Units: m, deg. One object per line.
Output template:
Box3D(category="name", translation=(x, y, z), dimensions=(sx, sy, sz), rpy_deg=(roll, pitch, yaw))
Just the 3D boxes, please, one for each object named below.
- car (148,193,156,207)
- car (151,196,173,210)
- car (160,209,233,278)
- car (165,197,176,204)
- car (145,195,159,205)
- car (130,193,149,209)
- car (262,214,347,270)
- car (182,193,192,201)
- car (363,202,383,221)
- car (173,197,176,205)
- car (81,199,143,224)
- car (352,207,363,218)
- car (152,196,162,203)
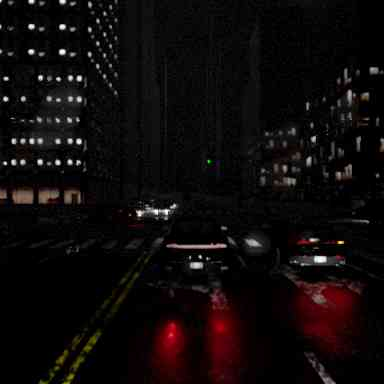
Box3D(category="car", translation=(-7.233, 1.243, 51.870), dimensions=(2.150, 2.045, 5.566), rpy_deg=(0, 0, 0))
Box3D(category="car", translation=(-3.882, 1.586, 44.105), dimensions=(1.994, 1.385, 4.181), rpy_deg=(0, 0, -1))
Box3D(category="car", translation=(0.100, 1.501, 10.185), dimensions=(2.128, 1.511, 4.902), rpy_deg=(0, 0, 0))
Box3D(category="car", translation=(-4.136, 1.623, 63.961), dimensions=(1.895, 1.301, 4.718), rpy_deg=(0, 0, -1))
Box3D(category="car", translation=(-7.346, 1.374, 61.563), dimensions=(2.097, 1.767, 4.553), rpy_deg=(0, 0, -1))
Box3D(category="car", translation=(-7.105, 1.373, 42.297), dimensions=(2.097, 1.767, 4.553), rpy_deg=(0, 0, -1))
Box3D(category="car", translation=(3.561, 1.516, 11.148), dimensions=(1.837, 1.490, 4.892), rpy_deg=(0, 0, 5))
Box3D(category="car", translation=(-1.195, 1.238, 82.222), dimensions=(2.150, 2.045, 5.566), rpy_deg=(0, 0, -1))
Box3D(category="car", translation=(16.339, 1.635, 26.248), dimensions=(4.181, 1.385, 1.994), rpy_deg=(0, -1, 2))
Box3D(category="car", translation=(-3.997, 1.587, 53.732), dimensions=(1.994, 1.385, 4.181), rpy_deg=(0, 0, 0))
Box3D(category="car", translation=(-6.341, 1.489, 25.020), dimensions=(5.008, 1.535, 1.882), rpy_deg=(0, -2, 38))
Box3D(category="car", translation=(16.828, 1.612, 29.487), dimensions=(4.902, 1.511, 2.128), rpy_deg=(0, -1, 2))
Box3D(category="car", translation=(-7.520, 1.543, 71.833), dimensions=(1.812, 1.442, 4.674), rpy_deg=(0, 0, -1))
